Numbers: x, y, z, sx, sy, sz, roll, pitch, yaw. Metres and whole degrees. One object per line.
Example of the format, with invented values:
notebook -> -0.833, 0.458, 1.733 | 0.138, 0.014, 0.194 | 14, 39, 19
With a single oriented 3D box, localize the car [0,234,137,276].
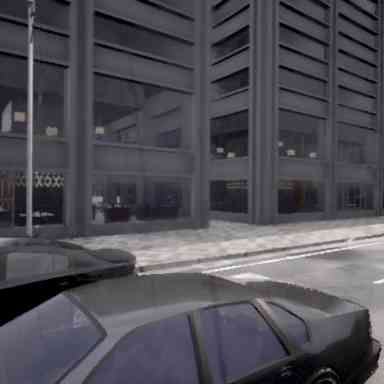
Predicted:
car -> -3.214, 1.453, 4.918 | 5.008, 1.535, 1.882 | 0, 0, -35

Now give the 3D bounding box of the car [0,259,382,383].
car -> -0.457, 1.540, 2.881 | 5.357, 1.411, 2.033 | 0, 0, -35
